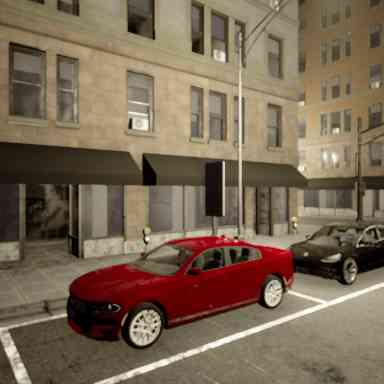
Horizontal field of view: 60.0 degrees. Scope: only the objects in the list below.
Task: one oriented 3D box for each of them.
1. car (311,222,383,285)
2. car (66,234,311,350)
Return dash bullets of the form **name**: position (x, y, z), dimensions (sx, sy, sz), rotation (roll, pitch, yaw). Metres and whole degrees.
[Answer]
- **car**: position (4.456, 1.571, 9.520), dimensions (4.313, 1.339, 1.947), rotation (0, 0, -36)
- **car**: position (0.023, 1.547, 6.247), dimensions (4.507, 1.381, 1.887), rotation (0, 0, -36)
